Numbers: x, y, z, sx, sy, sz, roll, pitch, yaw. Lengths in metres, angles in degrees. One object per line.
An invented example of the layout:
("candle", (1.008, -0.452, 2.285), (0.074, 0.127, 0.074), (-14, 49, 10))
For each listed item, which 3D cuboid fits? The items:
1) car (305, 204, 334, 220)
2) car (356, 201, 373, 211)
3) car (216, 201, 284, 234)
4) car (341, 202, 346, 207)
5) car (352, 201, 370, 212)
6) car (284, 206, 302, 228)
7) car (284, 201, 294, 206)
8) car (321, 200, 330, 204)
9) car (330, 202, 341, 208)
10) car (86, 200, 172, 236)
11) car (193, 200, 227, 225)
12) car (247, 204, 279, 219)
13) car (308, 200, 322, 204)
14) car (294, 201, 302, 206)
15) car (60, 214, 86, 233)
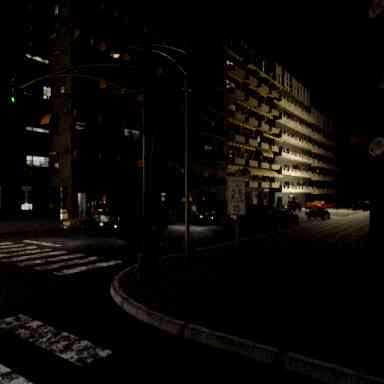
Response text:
("car", (13.696, 2.284, 35.969), (1.802, 1.307, 4.206), (-1, -2, 35))
("car", (33.141, 2.621, 63.842), (2.192, 1.841, 5.009), (-1, -2, 35))
("car", (3.971, 1.711, 22.043), (2.192, 1.841, 5.009), (-1, -2, 35))
("car", (39.230, 3.281, 87.142), (1.947, 1.339, 4.313), (-1, -2, 35))
("car", (29.900, 2.522, 59.197), (2.192, 1.841, 5.009), (-1, -2, 35))
("car", (7.213, 2.043, 26.681), (1.887, 1.381, 4.507), (-1, -2, 35))
("car", (13.200, 2.446, 49.846), (1.752, 1.417, 4.829), (-1, -2, 35))
("car", (26.262, 2.640, 68.569), (2.192, 1.841, 5.009), (-1, -2, 35))
("car", (32.746, 3.066, 77.852), (1.887, 1.381, 4.507), (-1, -2, 35))
("car", (-3.582, 1.540, 21.252), (2.150, 2.045, 5.566), (0, -1, 35))
("car", (2.327, 1.728, 29.720), (2.150, 2.045, 5.566), (0, -1, 34))
("car", (8.173, 2.196, 38.071), (1.837, 1.490, 4.892), (0, -1, 35))
("car", (23.022, 2.770, 63.919), (1.887, 1.381, 4.507), (-1, -2, 35))
("car", (16.538, 2.340, 54.636), (2.192, 1.841, 5.009), (-1, -2, 35))
("car", (-6.247, 1.834, 21.980), (1.752, 1.417, 4.829), (-1, -2, 35))
